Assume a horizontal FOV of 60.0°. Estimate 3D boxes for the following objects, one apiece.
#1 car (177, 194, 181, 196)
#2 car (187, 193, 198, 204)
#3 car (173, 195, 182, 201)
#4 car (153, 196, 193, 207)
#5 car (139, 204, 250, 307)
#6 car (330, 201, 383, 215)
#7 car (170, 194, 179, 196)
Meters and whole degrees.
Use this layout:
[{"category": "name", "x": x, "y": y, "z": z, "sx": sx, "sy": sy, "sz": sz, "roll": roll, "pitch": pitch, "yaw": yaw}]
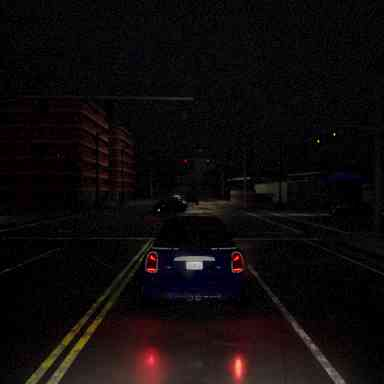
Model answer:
[{"category": "car", "x": -3.719, "y": 1.547, "z": 63.783, "sx": 2.033, "sy": 1.411, "sz": 5.357, "roll": 0, "pitch": 0, "yaw": 0}, {"category": "car", "x": -0.061, "y": 1.221, "z": 59.678, "sx": 2.150, "sy": 2.045, "sz": 5.566, "roll": 0, "pitch": 0, "yaw": 0}, {"category": "car", "x": -3.726, "y": 1.540, "z": 84.725, "sx": 2.033, "sy": 1.411, "sz": 5.357, "roll": 0, "pitch": 0, "yaw": 0}, {"category": "car", "x": -2.115, "y": 1.478, "z": 34.113, "sx": 1.837, "sy": 1.490, "sz": 4.892, "roll": 2, "pitch": 1, "yaw": 26}, {"category": "car", "x": 0.053, "y": 1.352, "z": 8.162, "sx": 2.097, "sy": 1.767, "sz": 4.553, "roll": 0, "pitch": 0, "yaw": 0}, {"category": "car", "x": 16.379, "y": 1.601, "z": 33.255, "sx": 4.718, "sy": 1.301, "sz": 1.895, "roll": 0, "pitch": 0, "yaw": 0}, {"category": "car", "x": -3.726, "y": 1.547, "z": 53.702, "sx": 2.033, "sy": 1.411, "sz": 5.357, "roll": 0, "pitch": 0, "yaw": 0}]
